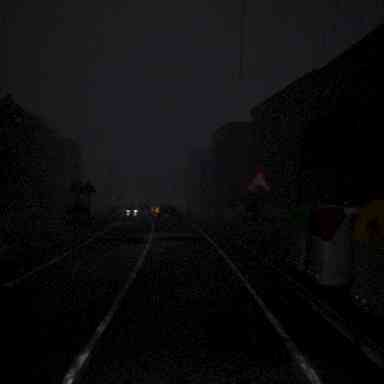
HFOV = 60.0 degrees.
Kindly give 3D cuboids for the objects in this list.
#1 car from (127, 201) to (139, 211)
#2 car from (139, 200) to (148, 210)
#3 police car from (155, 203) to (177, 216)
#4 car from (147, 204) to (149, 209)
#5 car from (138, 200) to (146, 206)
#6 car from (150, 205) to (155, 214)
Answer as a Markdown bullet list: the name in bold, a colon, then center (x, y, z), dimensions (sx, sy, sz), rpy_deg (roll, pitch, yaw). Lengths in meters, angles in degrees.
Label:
- **car**: center (-12.813, 3.169, 70.700), dimensions (1.837, 1.490, 4.892), rpy_deg (0, -1, -11)
- **car**: center (-10.739, 3.056, 75.757), dimensions (1.837, 1.490, 4.892), rpy_deg (0, 0, -11)
- **police car**: center (-3.125, 2.127, 41.205), dimensions (1.930, 1.638, 5.238), rpy_deg (0, -2, -11)
- **car**: center (-6.148, 2.879, 56.821), dimensions (1.812, 1.442, 4.674), rpy_deg (0, -2, -11)
- **car**: center (-13.599, 2.940, 90.486), dimensions (1.994, 1.385, 4.181), rpy_deg (0, 1, -11)
- **car**: center (-5.043, 2.594, 51.119), dimensions (1.801, 1.575, 5.366), rpy_deg (0, -2, -11)
